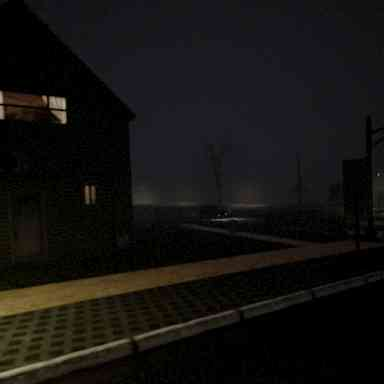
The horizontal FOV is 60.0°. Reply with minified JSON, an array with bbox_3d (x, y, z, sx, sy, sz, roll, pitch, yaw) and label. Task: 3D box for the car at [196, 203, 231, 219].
[{"bbox_3d":[2.235,2.007,35.739,1.837,1.490,4.892,-3,1,-30],"label":"car"}]
